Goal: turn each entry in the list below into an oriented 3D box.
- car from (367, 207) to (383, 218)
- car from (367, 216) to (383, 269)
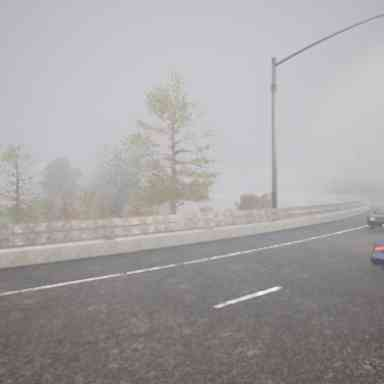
[{"bbox_3d":[11.890,1.502,19.484,1.895,1.301,4.718,0,0,43],"label":"car"},{"bbox_3d":[7.039,1.493,9.769,5.357,1.411,2.033,0,0,-43],"label":"car"}]
